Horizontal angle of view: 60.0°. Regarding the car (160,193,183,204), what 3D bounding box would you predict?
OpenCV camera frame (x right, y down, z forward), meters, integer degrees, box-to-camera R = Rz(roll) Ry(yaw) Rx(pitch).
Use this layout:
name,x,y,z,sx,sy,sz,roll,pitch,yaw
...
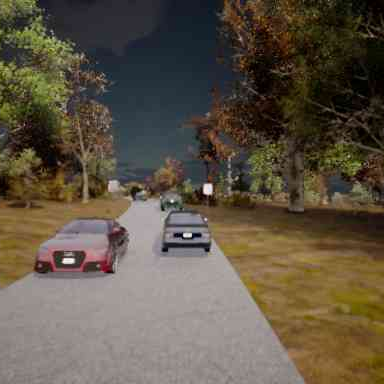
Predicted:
name,x,y,z,sx,sy,sz,roll,pitch,yaw
car,-2.145,0.871,33.637,2.097,1.767,4.553,1,1,-7

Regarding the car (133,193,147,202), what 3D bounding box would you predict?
name,x,y,z,sx,sy,sz,roll,pitch,yaw
car,-7.849,0.794,50.240,1.994,1.385,4.181,1,0,-11

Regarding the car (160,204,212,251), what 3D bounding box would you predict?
name,x,y,z,sx,sy,sz,roll,pitch,yaw
car,-0.286,1.451,13.676,2.033,1.411,5.357,0,1,-3

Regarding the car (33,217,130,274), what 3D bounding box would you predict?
name,x,y,z,sx,sy,sz,roll,pitch,yaw
car,-3.109,1.482,10.177,1.994,1.385,4.181,1,1,-2
